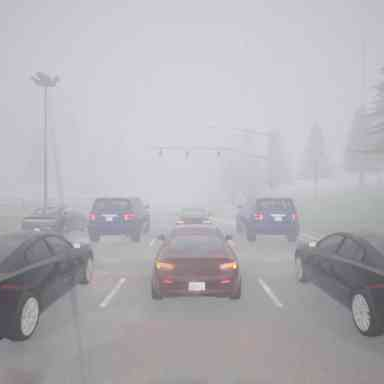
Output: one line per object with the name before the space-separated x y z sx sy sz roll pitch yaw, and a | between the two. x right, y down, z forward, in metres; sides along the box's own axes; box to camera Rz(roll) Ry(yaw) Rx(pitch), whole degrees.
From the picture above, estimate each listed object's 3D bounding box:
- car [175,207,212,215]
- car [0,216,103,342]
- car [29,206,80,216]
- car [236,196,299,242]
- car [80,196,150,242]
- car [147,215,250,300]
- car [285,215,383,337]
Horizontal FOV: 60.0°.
car | 0.069 1.525 17.366 1.812 1.442 4.674 0 0 0
car | -3.412 1.477 6.498 1.882 1.535 5.008 0 0 0
car | -6.935 1.491 17.277 2.128 1.511 4.902 0 0 0
car | 3.574 1.221 16.531 2.150 2.045 5.566 0 0 0
car | -3.433 1.221 16.496 2.150 2.045 5.566 0 0 0
car | 0.085 1.525 8.269 1.812 1.442 4.674 0 0 0
car | 3.587 1.477 6.664 1.882 1.535 5.008 0 0 0
